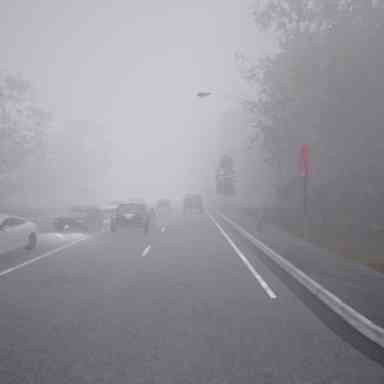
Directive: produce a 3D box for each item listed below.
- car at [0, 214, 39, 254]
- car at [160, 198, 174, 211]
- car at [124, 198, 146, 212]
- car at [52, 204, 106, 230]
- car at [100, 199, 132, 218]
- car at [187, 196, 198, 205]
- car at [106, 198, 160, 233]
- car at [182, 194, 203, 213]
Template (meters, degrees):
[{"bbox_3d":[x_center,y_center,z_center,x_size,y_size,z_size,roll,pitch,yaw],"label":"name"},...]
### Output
[{"bbox_3d":[-7.083,1.535,11.654,1.812,1.442,4.674,0,0,0],"label":"car"},{"bbox_3d":[-3.391,1.535,41.282,1.837,1.490,4.892,0,0,0],"label":"car"},{"bbox_3d":[-6.992,1.535,41.116,1.837,1.490,4.892,0,0,0],"label":"car"},{"bbox_3d":[-7.032,1.564,21.381,2.033,1.411,5.357,0,0,1],"label":"car"},{"bbox_3d":[-6.994,1.501,31.159,1.882,1.535,5.008,0,0,0],"label":"car"},{"bbox_3d":[0.108,1.523,61.558,1.882,1.535,5.008,0,-1,0],"label":"car"},{"bbox_3d":[-3.395,1.367,20.020,2.097,1.767,4.553,0,0,0],"label":"car"},{"bbox_3d":[0.106,1.249,37.941,2.150,2.045,5.566,0,0,0],"label":"car"}]
